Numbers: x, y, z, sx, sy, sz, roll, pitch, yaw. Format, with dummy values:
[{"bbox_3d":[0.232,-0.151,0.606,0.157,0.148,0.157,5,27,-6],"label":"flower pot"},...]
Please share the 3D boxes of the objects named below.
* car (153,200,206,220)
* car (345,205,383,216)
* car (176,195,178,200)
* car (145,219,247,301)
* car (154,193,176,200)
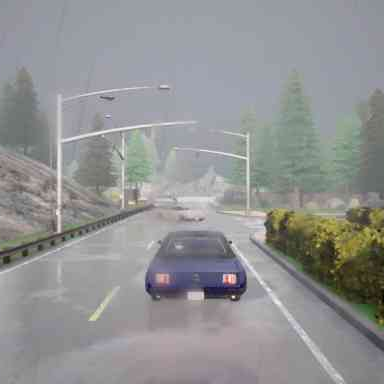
[{"bbox_3d":[-1.040,1.627,26.197,1.895,1.301,4.718,0,1,-39],"label":"car"},{"bbox_3d":[15.491,1.763,27.836,4.718,1.301,1.895,0,0,0],"label":"car"},{"bbox_3d":[-3.509,1.073,58.629,2.097,1.767,4.553,0,0,0],"label":"car"},{"bbox_3d":[0.081,1.601,8.263,1.895,1.301,4.718,0,0,0],"label":"car"},{"bbox_3d":[-3.598,1.220,42.823,2.150,2.045,5.566,0,0,0],"label":"car"}]
